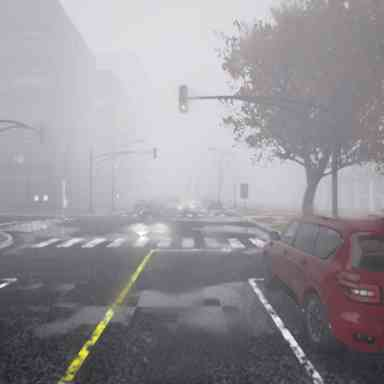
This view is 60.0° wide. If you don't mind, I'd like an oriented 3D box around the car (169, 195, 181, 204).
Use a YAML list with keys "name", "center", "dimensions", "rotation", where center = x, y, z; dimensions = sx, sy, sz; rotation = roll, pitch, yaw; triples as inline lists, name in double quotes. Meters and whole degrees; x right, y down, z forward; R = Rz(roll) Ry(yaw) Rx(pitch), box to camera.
- name: "car"
  center: [-3.105, 1.479, 62.571]
  dimensions: [1.882, 1.535, 5.008]
  rotation: [0, 0, 0]

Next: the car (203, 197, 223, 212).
- name: "car"
  center: [2.627, 1.531, 38.475]
  dimensions: [1.887, 1.381, 4.507]
  rotation: [0, 0, 0]

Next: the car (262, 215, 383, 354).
- name: "car"
  center: [2.683, 1.311, 6.087]
  dimensions: [2.192, 1.841, 5.009]
  rotation: [0, 0, 0]

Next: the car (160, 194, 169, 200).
- name: "car"
  center: [-5.790, 1.435, 60.592]
  dimensions: [1.967, 1.590, 4.097]
  rotation: [0, 0, 0]

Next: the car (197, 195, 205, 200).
- name: "car"
  center: [2.534, 1.574, 93.802]
  dimensions: [2.008, 1.369, 4.403]
  rotation: [0, 0, 0]

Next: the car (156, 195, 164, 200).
- name: "car"
  center: [-5.772, 1.540, 49.527]
  dimensions: [2.008, 1.369, 4.403]
  rotation: [0, 0, 0]

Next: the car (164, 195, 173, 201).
- name: "car"
  center: [-5.828, 1.451, 82.723]
  dimensions: [1.967, 1.590, 4.097]
  rotation: [0, 0, 0]

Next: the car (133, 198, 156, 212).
- name: "car"
  center: [-5.753, 1.537, 38.461]
  dimensions: [2.008, 1.369, 4.403]
  rotation: [0, 0, 0]

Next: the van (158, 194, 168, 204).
- name: "van"
  center: [-5.799, 1.339, 66.125]
  dimensions: [1.690, 1.788, 3.998]
  rotation: [0, 0, 0]

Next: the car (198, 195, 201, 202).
- name: "car"
  center: [2.581, 1.580, 66.138]
  dimensions: [1.802, 1.307, 4.206]
  rotation: [0, 0, 0]

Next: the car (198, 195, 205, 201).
- name: "car"
  center: [2.544, 1.561, 88.270]
  dimensions: [1.887, 1.381, 4.507]
  rotation: [0, 0, 0]

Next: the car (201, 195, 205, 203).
- name: "car"
  center: [2.608, 1.514, 49.711]
  dimensions: [1.752, 1.417, 4.829]
  rotation: [0, 0, 0]

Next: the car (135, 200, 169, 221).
- name: "car"
  center: [-3.044, 1.593, 26.710]
  dimensions: [1.895, 1.301, 4.718]
  rotation: [0, 0, 0]

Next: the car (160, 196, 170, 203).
- name: "car"
  center: [-5.809, 1.584, 71.657]
  dimensions: [1.802, 1.307, 4.206]
  rotation: [0, 0, 0]
